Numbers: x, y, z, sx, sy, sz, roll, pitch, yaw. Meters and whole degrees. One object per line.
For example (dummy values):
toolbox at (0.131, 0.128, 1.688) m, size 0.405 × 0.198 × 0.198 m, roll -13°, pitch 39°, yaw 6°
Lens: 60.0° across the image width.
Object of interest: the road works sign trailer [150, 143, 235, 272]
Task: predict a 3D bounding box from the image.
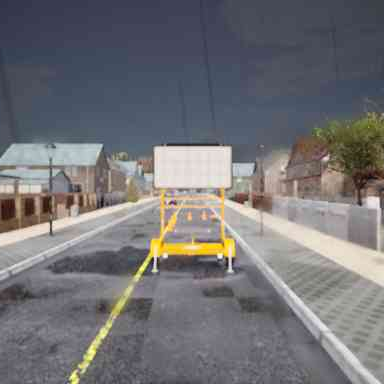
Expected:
road works sign trailer at (0.024, 0.313, 10.185) m, size 2.380 × 3.560 × 2.880 m, roll 0°, pitch 1°, yaw 0°

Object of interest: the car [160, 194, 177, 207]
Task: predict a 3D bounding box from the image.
car at (-2.806, 0.946, 40.314) m, size 2.128 × 1.511 × 4.902 m, roll 0°, pitch 1°, yaw 0°
